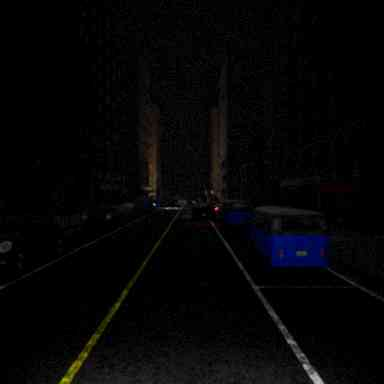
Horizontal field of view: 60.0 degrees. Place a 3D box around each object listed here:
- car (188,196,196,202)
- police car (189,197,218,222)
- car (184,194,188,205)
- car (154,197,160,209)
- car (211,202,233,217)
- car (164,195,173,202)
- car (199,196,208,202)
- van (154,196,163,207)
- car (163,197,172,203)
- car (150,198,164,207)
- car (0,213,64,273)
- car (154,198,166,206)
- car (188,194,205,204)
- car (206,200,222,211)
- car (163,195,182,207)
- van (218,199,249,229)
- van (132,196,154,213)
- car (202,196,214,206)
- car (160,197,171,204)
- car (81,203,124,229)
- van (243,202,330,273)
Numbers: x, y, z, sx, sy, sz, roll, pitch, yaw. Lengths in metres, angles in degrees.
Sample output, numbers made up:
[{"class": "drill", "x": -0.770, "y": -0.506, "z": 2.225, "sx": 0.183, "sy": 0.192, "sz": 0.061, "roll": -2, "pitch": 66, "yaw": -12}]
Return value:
[{"class": "car", "x": -0.021, "y": 1.633, "z": 77.524, "sx": 1.994, "sy": 1.385, "sz": 4.181, "roll": 0, "pitch": 0, "yaw": 0}, {"class": "police car", "x": 0.893, "y": 1.486, "z": 27.293, "sx": 1.930, "sy": 1.638, "sz": 5.238, "roll": 0, "pitch": 0, "yaw": 0}, {"class": "car", "x": -0.017, "y": 1.497, "z": 62.389, "sx": 2.097, "sy": 1.767, "sz": 4.553, "roll": 0, "pitch": 0, "yaw": 0}, {"class": "car", "x": -5.682, "y": 1.649, "z": 43.508, "sx": 2.008, "sy": 1.369, "sz": 4.403, "roll": 0, "pitch": 0, "yaw": 0}, {"class": "car", "x": 2.847, "y": 1.655, "z": 32.508, "sx": 1.802, "sy": 1.307, "sz": 4.206, "roll": 0, "pitch": 0, "yaw": 0}, {"class": "car", "x": -5.692, "y": 1.637, "z": 82.018, "sx": 1.967, "sy": 1.590, "sz": 4.097, "roll": 0, "pitch": 0, "yaw": 0}, {"class": "car", "x": 2.833, "y": 1.763, "z": 82.020, "sx": 1.947, "sy": 1.339, "sz": 4.313, "roll": 0, "pitch": 0, "yaw": 0}, {"class": "van", "x": -5.683, "y": 1.452, "z": 49.010, "sx": 1.690, "sy": 1.788, "sz": 3.998, "roll": 0, "pitch": 0, "yaw": 0}, {"class": "car", "x": -5.691, "y": 1.764, "z": 76.516, "sx": 1.802, "sy": 1.307, "sz": 4.206, "roll": 0, "pitch": 0, "yaw": 0}, {"class": "car", "x": -5.684, "y": 1.690, "z": 54.511, "sx": 1.947, "sy": 1.339, "sz": 4.313, "roll": 0, "pitch": 0, "yaw": 0}, {"class": "car", "x": -5.673, "y": 1.464, "z": 10.501, "sx": 1.967, "sy": 1.590, "sz": 4.097, "roll": 0, "pitch": 0, "yaw": 0}, {"class": "car", "x": -5.686, "y": 1.720, "z": 60.013, "sx": 1.802, "sy": 1.307, "sz": 4.206, "roll": 0, "pitch": 0, "yaw": 0}, {"class": "car", "x": 0.888, "y": 1.322, "z": 43.214, "sx": 2.150, "sy": 2.045, "sz": 5.566, "roll": 0, "pitch": 0, "yaw": 0}, {"class": "car", "x": 2.844, "y": 1.680, "z": 43.510, "sx": 1.802, "sy": 1.307, "sz": 4.206, "roll": 0, "pitch": 0, "yaw": 0}, {"class": "car", "x": -3.080, "y": 1.667, "z": 52.424, "sx": 2.033, "sy": 1.411, "sz": 5.357, "roll": 0, "pitch": 0, "yaw": 0}, {"class": "van", "x": 2.850, "y": 1.389, "z": 21.506, "sx": 1.690, "sy": 1.788, "sz": 3.998, "roll": 0, "pitch": 0, "yaw": 0}, {"class": "van", "x": -5.680, "y": 1.426, "z": 38.009, "sx": 1.690, "sy": 1.788, "sz": 3.998, "roll": 0, "pitch": 0, "yaw": 0}, {"class": "car", "x": 2.839, "y": 1.579, "z": 60.015, "sx": 1.967, "sy": 1.590, "sz": 4.097, "roll": 0, "pitch": 0, "yaw": 0}, {"class": "car", "x": -5.689, "y": 1.733, "z": 71.015, "sx": 1.947, "sy": 1.339, "sz": 4.313, "roll": 0, "pitch": 0, "yaw": 0}, {"class": "car", "x": -5.676, "y": 1.488, "z": 21.504, "sx": 1.967, "sy": 1.590, "sz": 4.097, "roll": 0, "pitch": 0, "yaw": 0}, {"class": "van", "x": 2.852, "y": 1.365, "z": 10.503, "sx": 1.690, "sy": 1.788, "sz": 3.998, "roll": 0, "pitch": 0, "yaw": 0}]
